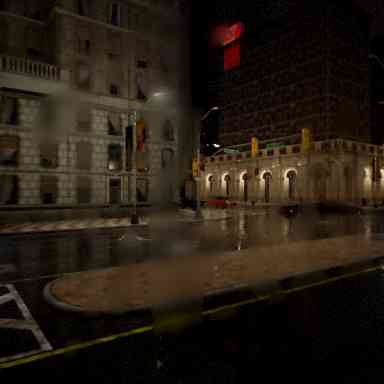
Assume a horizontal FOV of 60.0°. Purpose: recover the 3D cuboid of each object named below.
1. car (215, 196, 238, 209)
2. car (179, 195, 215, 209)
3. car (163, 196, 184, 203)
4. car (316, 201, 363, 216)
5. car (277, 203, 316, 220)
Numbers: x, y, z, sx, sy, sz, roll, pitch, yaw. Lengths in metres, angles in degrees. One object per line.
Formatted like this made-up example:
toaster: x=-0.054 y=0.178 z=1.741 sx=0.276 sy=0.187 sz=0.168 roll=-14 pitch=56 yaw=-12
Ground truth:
car: x=4.361 y=1.393 z=46.629 sx=2.097 sy=1.767 sz=4.553 roll=0 pitch=0 yaw=-36
car: x=0.504 y=1.527 z=46.005 sx=2.128 sy=1.511 sz=4.902 roll=0 pitch=0 yaw=-36
car: x=-4.010 y=1.563 z=70.864 sx=2.128 sy=1.511 sz=4.902 roll=0 pitch=0 yaw=-35
car: x=14.052 y=1.588 z=33.214 sx=2.033 sy=1.411 sz=5.357 roll=0 pitch=0 yaw=-37
car: x=8.816 y=1.632 z=28.901 sx=1.895 sy=1.301 sz=4.718 roll=0 pitch=0 yaw=2
